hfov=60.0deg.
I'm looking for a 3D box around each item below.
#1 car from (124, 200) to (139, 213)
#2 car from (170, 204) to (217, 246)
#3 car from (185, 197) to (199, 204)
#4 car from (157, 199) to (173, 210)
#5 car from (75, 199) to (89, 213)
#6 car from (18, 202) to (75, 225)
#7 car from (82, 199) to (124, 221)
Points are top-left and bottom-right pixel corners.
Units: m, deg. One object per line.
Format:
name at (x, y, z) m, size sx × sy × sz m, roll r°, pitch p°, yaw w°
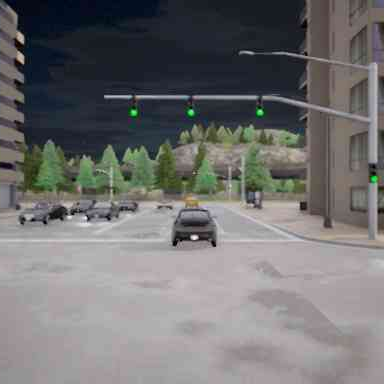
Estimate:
car at (-7.074, 1.543, 36.887) m, size 1.994 × 1.385 × 4.181 m, roll 0°, pitch 0°, yaw 0°
car at (0.097, 1.496, 15.254) m, size 1.837 × 1.490 × 4.892 m, roll 0°, pitch 0°, yaw 0°
car at (0.020, 1.449, 49.094) m, size 1.882 × 1.535 × 5.008 m, roll 0°, pitch 0°, yaw 1°
car at (-3.410, 1.576, 42.810) m, size 1.895 × 1.301 × 4.718 m, roll 0°, pitch 0°, yaw 0°
car at (-10.581, 1.485, 33.287) m, size 1.837 × 1.490 × 4.892 m, roll 0°, pitch 0°, yaw 0°
car at (-10.601, 1.477, 24.013) m, size 2.128 × 1.511 × 4.902 m, roll 0°, pitch 0°, yaw 0°
car at (-7.098, 1.510, 26.974) m, size 1.812 × 1.442 × 4.674 m, roll 0°, pitch 0°, yaw -1°
